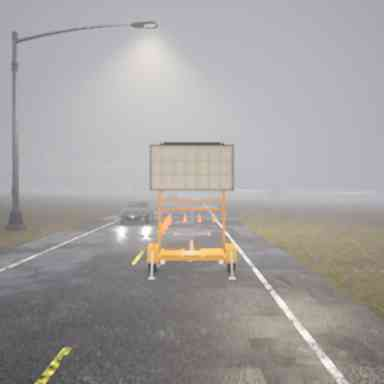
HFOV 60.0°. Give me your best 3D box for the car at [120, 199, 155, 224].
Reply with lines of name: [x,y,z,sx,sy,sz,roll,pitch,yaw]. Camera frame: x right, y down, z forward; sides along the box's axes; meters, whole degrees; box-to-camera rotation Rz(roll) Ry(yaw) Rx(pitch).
car: [-3.599,1.283,22.583,1.837,1.490,4.892,0,1,0]

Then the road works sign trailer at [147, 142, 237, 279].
road works sign trailer: [-0.001,0.369,9.638,2.380,3.560,2.880,0,1,0]

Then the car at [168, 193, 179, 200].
car: [-3.521,0.917,64.494,2.033,1.411,5.357,0,1,1]
